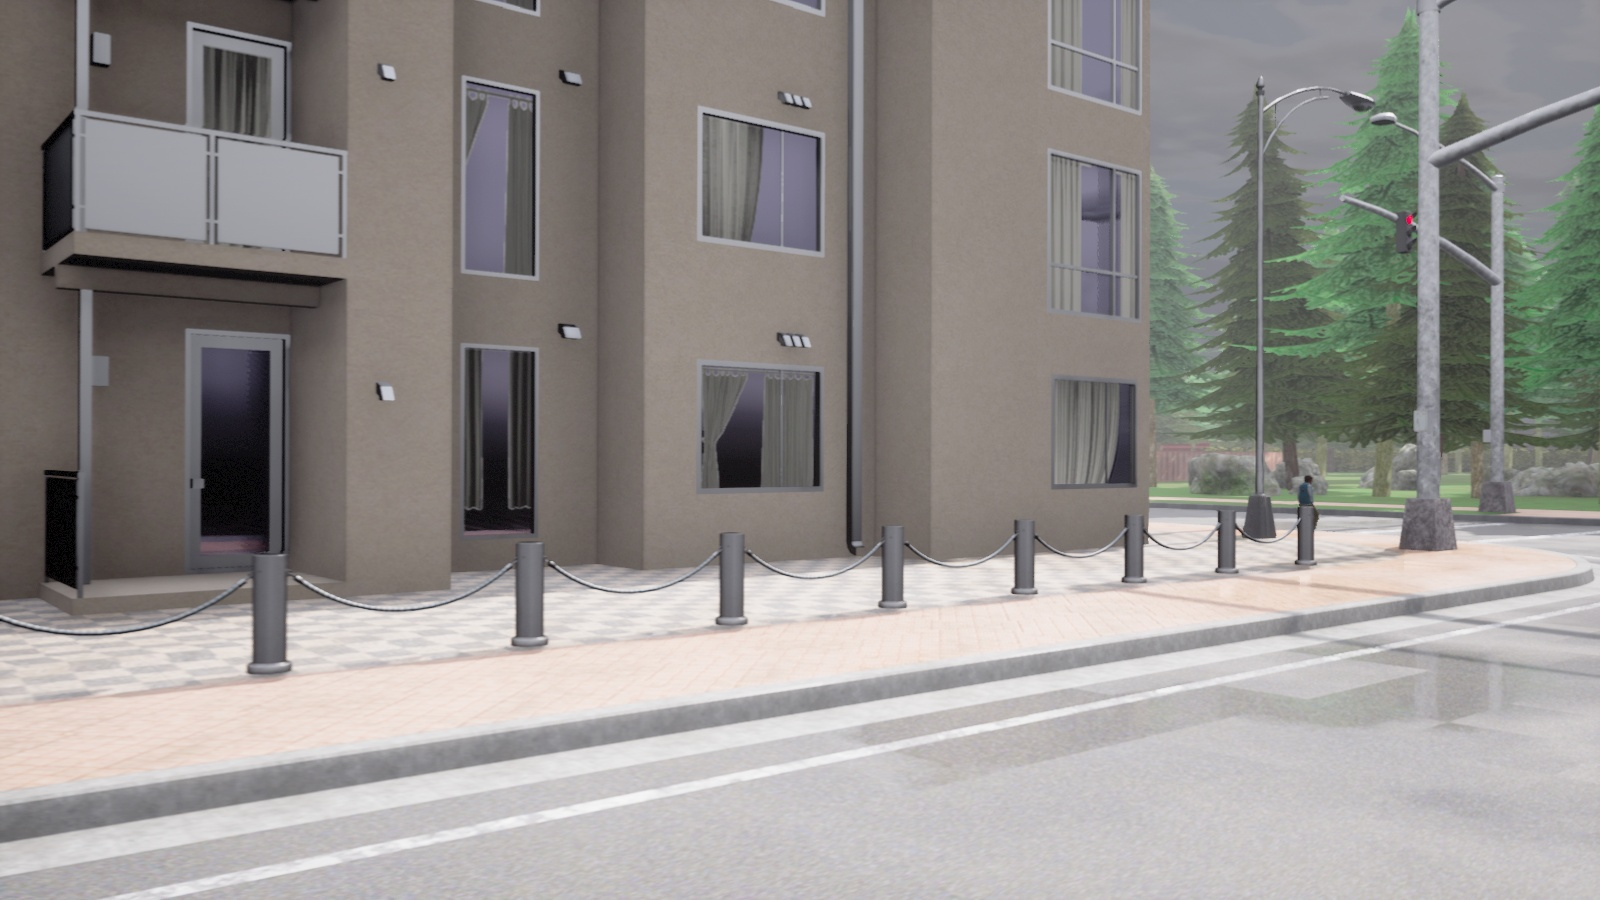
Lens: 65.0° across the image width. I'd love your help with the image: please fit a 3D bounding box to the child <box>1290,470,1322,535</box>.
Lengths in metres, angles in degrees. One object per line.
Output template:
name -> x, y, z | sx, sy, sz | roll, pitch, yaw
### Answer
child -> 9.313, 0.960, 23.115 | 0.448, 1.192, 0.343 | 0, 0, -30
